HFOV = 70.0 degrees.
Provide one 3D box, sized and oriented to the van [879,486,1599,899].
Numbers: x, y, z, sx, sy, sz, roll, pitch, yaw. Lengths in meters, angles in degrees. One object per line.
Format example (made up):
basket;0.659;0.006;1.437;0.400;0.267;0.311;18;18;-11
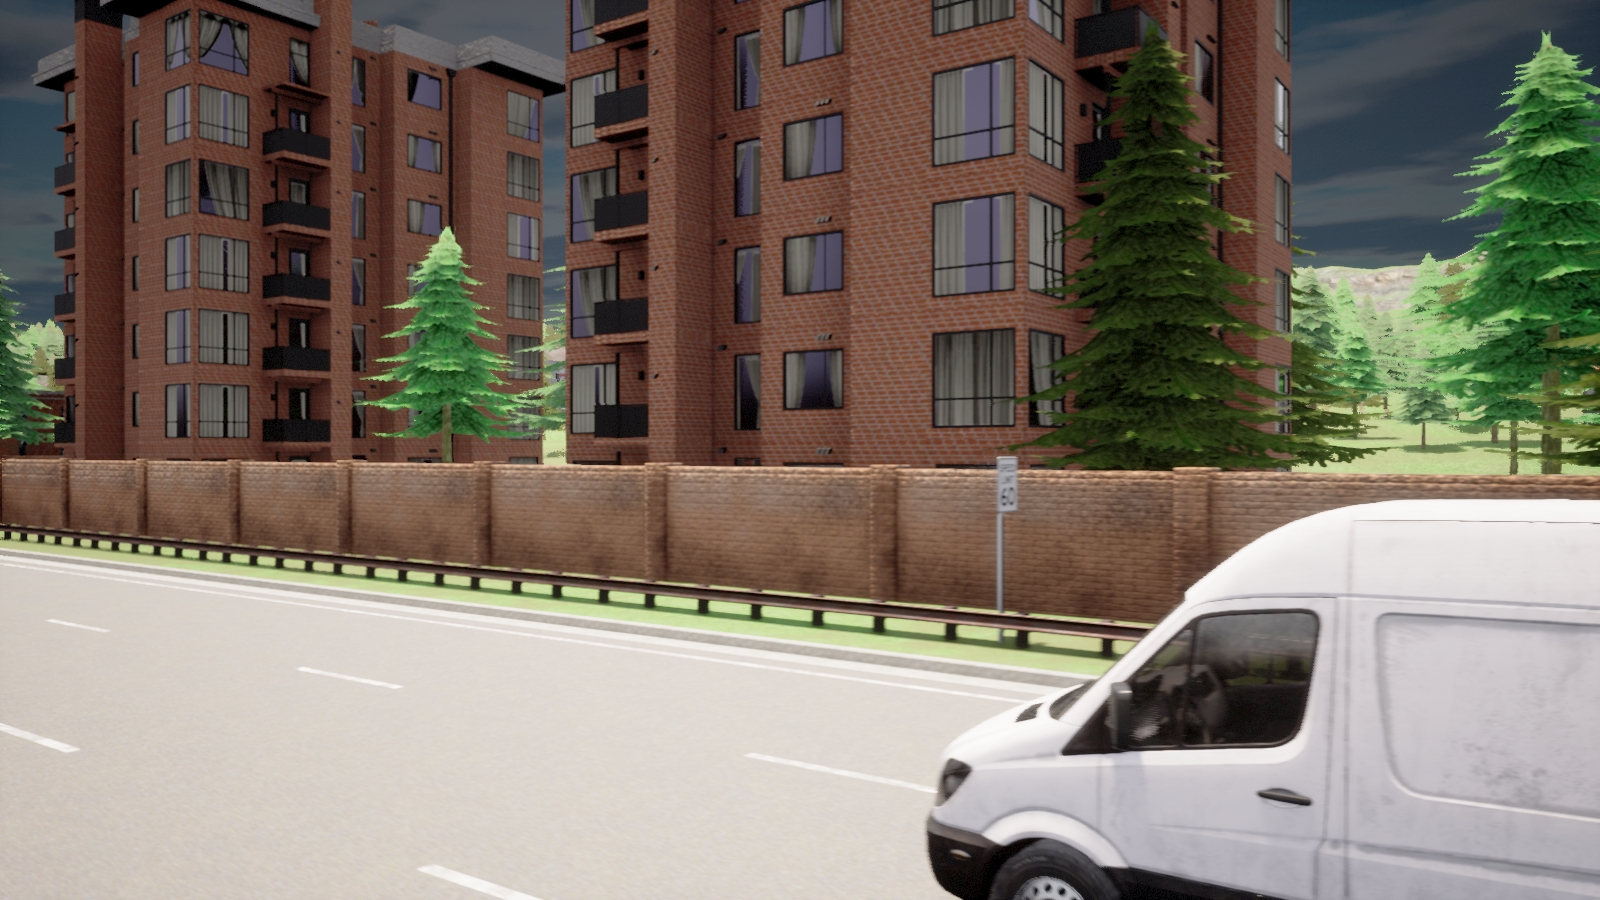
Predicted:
van;3.444;1.535;5.640;5.915;2.561;1.988;0;0;35
